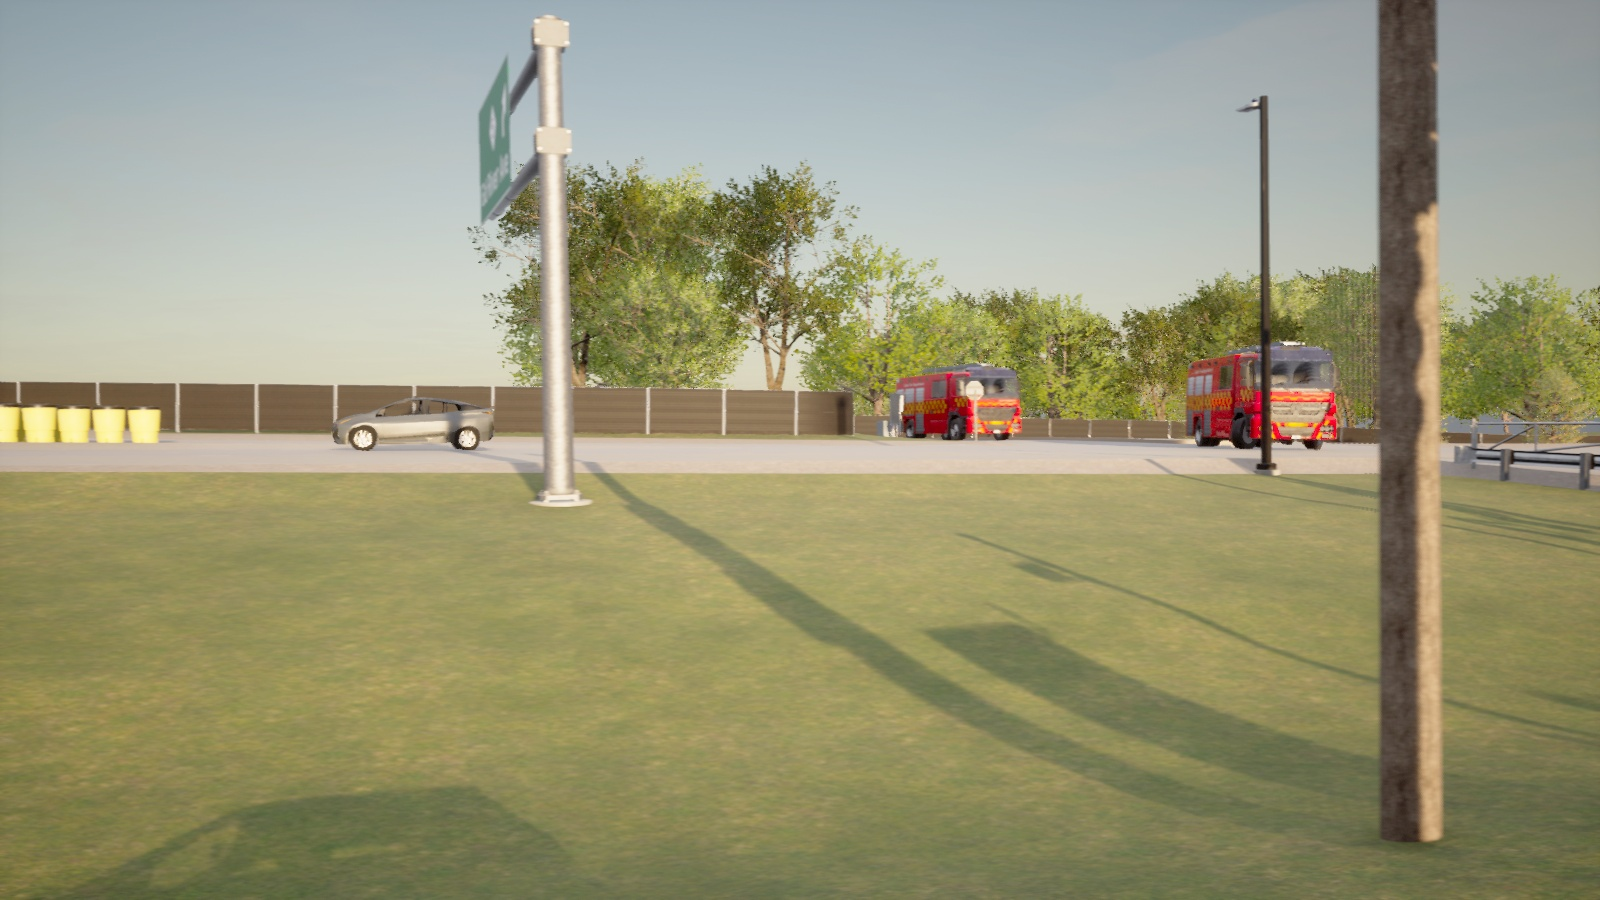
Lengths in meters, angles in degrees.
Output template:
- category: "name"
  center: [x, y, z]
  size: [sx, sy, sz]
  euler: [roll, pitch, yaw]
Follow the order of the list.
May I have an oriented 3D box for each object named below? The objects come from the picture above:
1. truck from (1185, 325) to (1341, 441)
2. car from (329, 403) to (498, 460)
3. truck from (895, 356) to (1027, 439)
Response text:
- category: "truck"
  center: [16.759, -2.329, 46.160]
  size: [2.891, 3.827, 8.468]
  euler: [0, 1, 2]
- category: "car"
  center: [-11.160, -0.542, 36.245]
  size: [4.514, 1.525, 2.007]
  euler: [-1, 1, -20]
- category: "truck"
  center: [7.918, -2.529, 63.155]
  size: [2.891, 3.827, 8.468]
  euler: [-2, 1, -21]
